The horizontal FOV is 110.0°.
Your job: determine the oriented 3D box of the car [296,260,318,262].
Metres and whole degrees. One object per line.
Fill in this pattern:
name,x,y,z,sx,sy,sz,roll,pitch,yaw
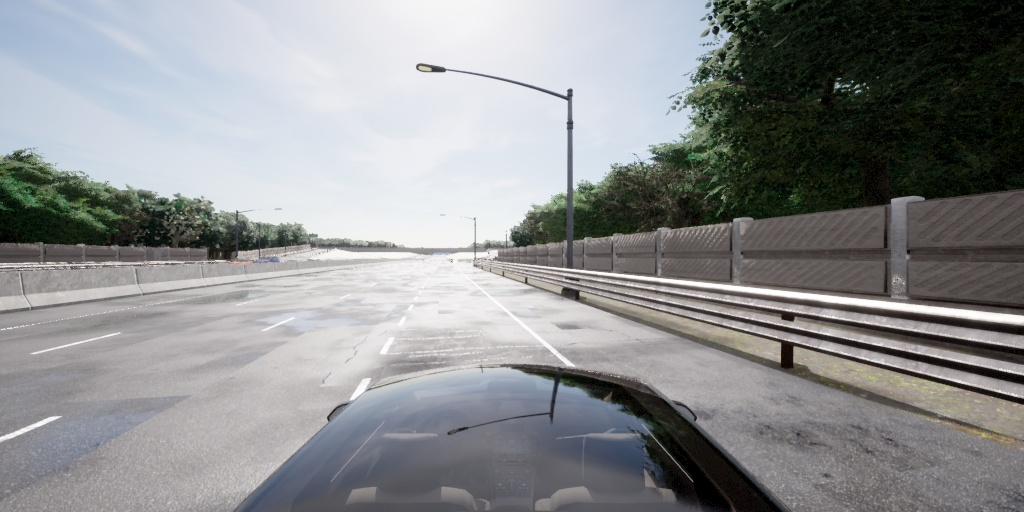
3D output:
car,-31.731,1.312,56.556,1.837,1.490,4.892,0,-1,-10
